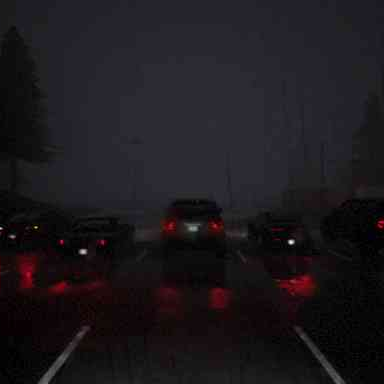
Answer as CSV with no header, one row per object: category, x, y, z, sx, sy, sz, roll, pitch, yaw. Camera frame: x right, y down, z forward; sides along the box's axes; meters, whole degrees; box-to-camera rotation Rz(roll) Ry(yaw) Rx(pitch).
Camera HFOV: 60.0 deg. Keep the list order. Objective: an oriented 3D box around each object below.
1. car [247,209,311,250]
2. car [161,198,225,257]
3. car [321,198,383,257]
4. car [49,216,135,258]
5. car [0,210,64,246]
car,3.564,1.512,14.310,1.837,1.490,4.892,0,0,0
car,0.057,1.229,13.081,2.150,2.045,5.566,0,0,0
car,7.058,1.229,13.151,2.150,2.045,5.566,0,0,0
car,-3.445,1.606,12.798,1.895,1.301,4.718,0,0,0
car,-6.934,1.531,15.208,1.812,1.442,4.674,0,0,0
